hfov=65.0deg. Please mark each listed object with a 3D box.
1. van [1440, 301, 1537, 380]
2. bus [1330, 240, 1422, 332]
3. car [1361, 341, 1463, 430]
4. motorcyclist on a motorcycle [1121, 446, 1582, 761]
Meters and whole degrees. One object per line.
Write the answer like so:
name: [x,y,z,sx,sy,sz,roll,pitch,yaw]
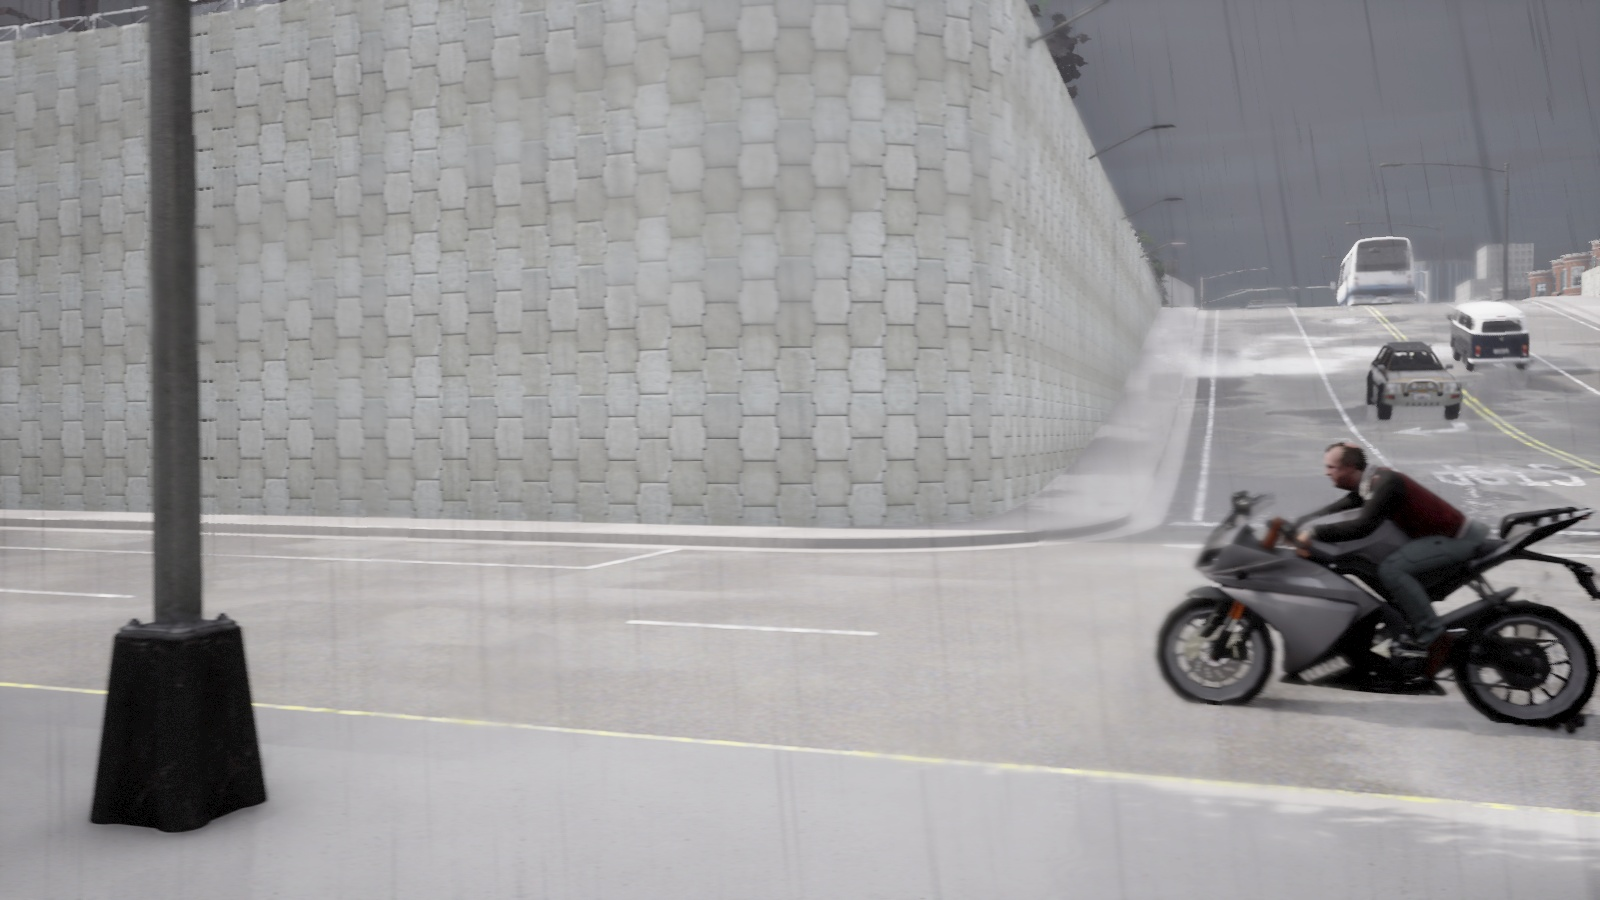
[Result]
van: [23.114,-3.733,42.340,2.069,2.038,4.480,1,12,19]
bus: [34.399,-9.632,75.460,3.944,4.253,10.273,0,1,19]
car: [16.806,-1.834,34.689,1.932,1.855,4.605,1,10,19]
motorcyclist on a motorcycle: [2.944,0.756,6.950,2.191,1.530,0.866,1,1,19]
